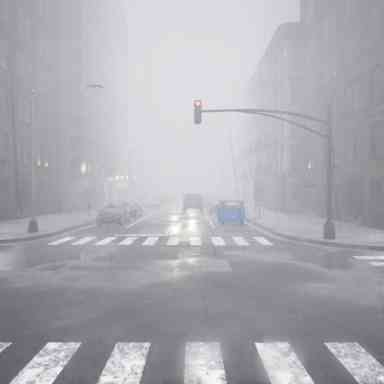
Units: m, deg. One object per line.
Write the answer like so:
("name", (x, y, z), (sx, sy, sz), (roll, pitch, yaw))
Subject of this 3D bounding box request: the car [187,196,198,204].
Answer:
("car", (0.108, 1.472, 64.625), (2.128, 1.511, 4.902), (0, 0, 0))

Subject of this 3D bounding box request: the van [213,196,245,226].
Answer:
("van", (2.641, 1.340, 23.174), (1.690, 1.788, 3.998), (0, 0, 0))

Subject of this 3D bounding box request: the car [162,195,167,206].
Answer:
("car", (-5.379, 1.556, 51.576), (1.947, 1.339, 4.313), (0, 0, 0))

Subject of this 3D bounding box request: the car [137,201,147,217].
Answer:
("car", (-5.383, 1.543, 28.848), (1.887, 1.381, 4.507), (0, 0, 0))

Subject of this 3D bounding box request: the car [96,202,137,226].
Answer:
("car", (-5.384, 1.549, 23.166), (2.008, 1.369, 4.403), (0, 0, 0))

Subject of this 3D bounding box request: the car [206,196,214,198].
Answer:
("car", (2.645, 1.576, 45.899), (1.802, 1.307, 4.206), (0, 0, 0))

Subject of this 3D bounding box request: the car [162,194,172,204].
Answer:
("car", (-5.377, 1.547, 62.939), (1.947, 1.339, 4.313), (0, 0, 0))

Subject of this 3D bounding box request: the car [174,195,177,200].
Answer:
("car", (-5.374, 1.409, 79.985), (1.967, 1.590, 4.097), (0, 0, 0))

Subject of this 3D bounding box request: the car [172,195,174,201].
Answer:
("car", (-5.376, 1.292, 68.621), (2.192, 1.841, 5.009), (0, 0, 0))

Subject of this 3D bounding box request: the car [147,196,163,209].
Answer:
("car", (-5.380, 1.519, 45.724), (1.752, 1.417, 4.829), (0, 0, 0))

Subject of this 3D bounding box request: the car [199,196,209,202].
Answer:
("car", (2.650, 1.524, 74.305), (2.008, 1.369, 4.403), (0, 0, 0))

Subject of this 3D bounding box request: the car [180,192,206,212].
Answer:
("car", (0.103, 1.219, 38.196), (2.150, 2.045, 5.566), (0, 0, 0))

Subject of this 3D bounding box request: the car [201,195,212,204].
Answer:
("car", (2.648, 1.422, 62.943), (1.967, 1.590, 4.097), (0, 0, 0))

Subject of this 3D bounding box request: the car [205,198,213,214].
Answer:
("car", (2.643, 1.580, 34.536), (1.802, 1.307, 4.206), (0, 0, 0))

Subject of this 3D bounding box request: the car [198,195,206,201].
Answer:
("car", (2.652, 1.531, 85.668), (1.947, 1.339, 4.313), (0, 0, 0))
